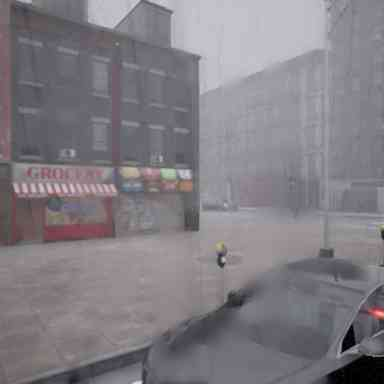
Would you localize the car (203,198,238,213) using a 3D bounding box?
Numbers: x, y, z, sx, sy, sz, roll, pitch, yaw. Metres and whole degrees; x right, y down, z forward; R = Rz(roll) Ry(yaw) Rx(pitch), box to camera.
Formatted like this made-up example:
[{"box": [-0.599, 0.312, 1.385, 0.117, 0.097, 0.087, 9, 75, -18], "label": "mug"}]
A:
[{"box": [3.282, 1.468, 38.518, 2.097, 1.767, 4.553, 0, 0, -35], "label": "car"}]

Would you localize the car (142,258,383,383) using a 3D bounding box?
[{"box": [1.537, 1.571, 3.908, 4.313, 1.339, 1.947, 0, 0, -35], "label": "car"}]
